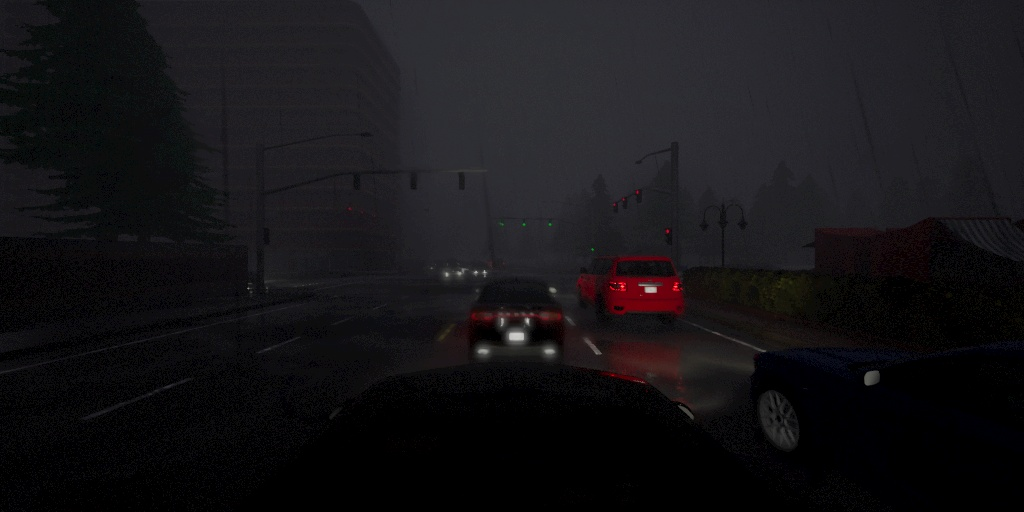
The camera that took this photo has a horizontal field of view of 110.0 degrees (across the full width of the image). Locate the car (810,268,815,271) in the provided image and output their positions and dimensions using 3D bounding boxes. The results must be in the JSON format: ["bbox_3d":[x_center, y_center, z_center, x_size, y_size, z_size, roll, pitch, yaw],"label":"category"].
[{"bbox_3d":[29.118,1.297,31.706,4.902,1.511,2.128,0,0,1],"label":"car"}]

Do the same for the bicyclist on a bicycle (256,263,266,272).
[{"bbox_3d":[-28.519,1.106,40.704,0.582,1.620,1.656,0,0,1],"label":"bicyclist on a bicycle"}]

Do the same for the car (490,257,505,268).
[{"bbox_3d":[-2.669,1.102,55.557,2.097,1.767,4.553,0,0,-20],"label":"car"}]

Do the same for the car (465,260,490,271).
[{"bbox_3d":[-4.886,1.314,50.464,1.994,1.385,4.181,0,0,-18],"label":"car"}]

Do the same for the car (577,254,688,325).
[{"bbox_3d":[3.640,0.972,12.036,2.150,2.045,5.566,0,0,0],"label":"car"}]

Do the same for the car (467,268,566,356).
[{"bbox_3d":[0.101,1.228,8.661,1.882,1.535,5.008,0,0,0],"label":"car"}]

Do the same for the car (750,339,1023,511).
[{"bbox_3d":[3.599,1.228,2.007,1.882,1.535,5.008,0,0,0],"label":"car"}]

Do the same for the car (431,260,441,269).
[{"bbox_3d":[-10.575,1.297,55.933,2.033,1.411,5.357,0,0,-26],"label":"car"}]

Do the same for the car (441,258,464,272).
[{"bbox_3d":[-7.795,1.102,46.878,2.097,1.767,4.553,0,0,-13],"label":"car"}]

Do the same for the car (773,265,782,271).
[{"bbox_3d":[23.962,1.331,35.256,4.674,1.442,1.812,0,0,1],"label":"car"}]

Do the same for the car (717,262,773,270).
[{"bbox_3d":[19.512,1.353,31.826,5.357,1.411,2.033,0,0,1],"label":"car"}]

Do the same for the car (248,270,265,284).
[{"bbox_3d":[-20.135,1.283,25.115,5.008,1.535,1.882,0,0,1],"label":"car"}]
